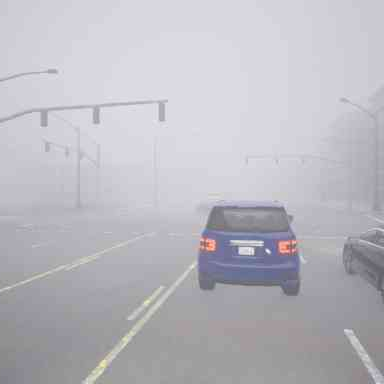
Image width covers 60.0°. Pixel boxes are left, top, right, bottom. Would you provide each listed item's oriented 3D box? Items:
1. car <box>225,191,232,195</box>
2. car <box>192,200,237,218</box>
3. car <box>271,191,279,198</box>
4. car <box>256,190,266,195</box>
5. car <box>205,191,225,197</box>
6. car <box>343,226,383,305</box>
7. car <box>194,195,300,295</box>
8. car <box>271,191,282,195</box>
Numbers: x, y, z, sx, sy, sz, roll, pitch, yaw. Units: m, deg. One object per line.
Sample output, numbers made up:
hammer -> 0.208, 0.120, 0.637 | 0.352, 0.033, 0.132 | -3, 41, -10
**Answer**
car -> 7.112, 0.729, 68.686 | 2.150, 2.045, 5.566 | 0, 1, 12
car -> 1.966, 1.511, 31.002 | 2.033, 1.411, 5.357 | 0, 0, -23
car -> 21.057, 0.609, 84.593 | 1.837, 1.490, 4.892 | 0, 1, 11
car -> 15.636, 0.904, 75.482 | 1.994, 1.385, 4.181 | 0, 1, 11
car -> 3.346, 1.040, 50.591 | 2.150, 2.045, 5.566 | 0, 1, 11
car -> 4.822, 1.492, 7.464 | 2.128, 1.511, 4.902 | 0, 0, 11
car -> 1.562, 1.221, 9.002 | 2.150, 2.045, 5.566 | 0, 0, 11
car -> 19.059, 0.707, 74.747 | 2.097, 1.767, 4.553 | 0, 1, 11
